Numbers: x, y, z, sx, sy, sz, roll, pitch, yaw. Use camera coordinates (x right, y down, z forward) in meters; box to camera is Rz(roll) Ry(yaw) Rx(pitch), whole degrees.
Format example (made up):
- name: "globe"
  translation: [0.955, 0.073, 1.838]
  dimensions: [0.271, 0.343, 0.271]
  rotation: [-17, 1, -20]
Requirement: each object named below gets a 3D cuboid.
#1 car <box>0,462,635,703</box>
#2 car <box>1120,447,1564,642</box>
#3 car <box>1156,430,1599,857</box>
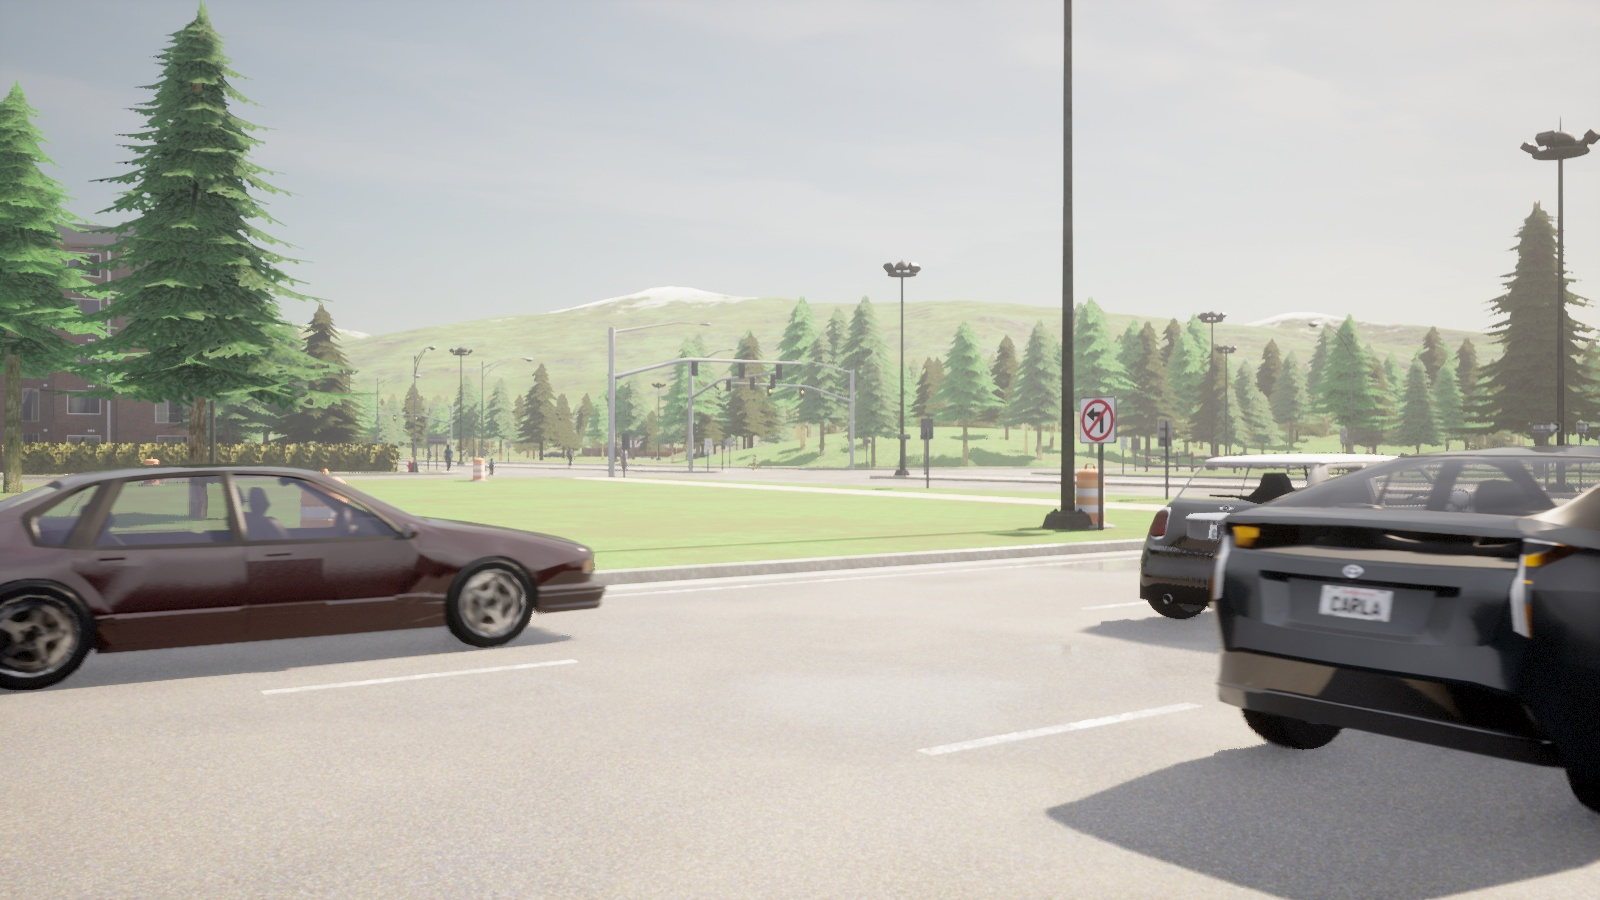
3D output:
- name: "car"
  translation: [-4.096, 0.821, 9.336]
  dimensions: [5.357, 1.411, 2.033]
  rotation: [0, 0, -35]
- name: "car"
  translation: [4.954, 0.713, 11.371]
  dimensions: [3.806, 1.475, 1.970]
  rotation: [0, 0, -35]
- name: "car"
  translation: [4.155, 0.689, 6.550]
  dimensions: [4.514, 1.525, 2.007]
  rotation: [0, 0, -35]
